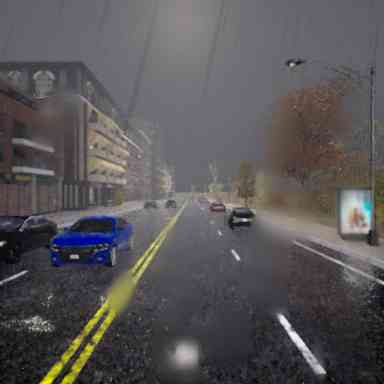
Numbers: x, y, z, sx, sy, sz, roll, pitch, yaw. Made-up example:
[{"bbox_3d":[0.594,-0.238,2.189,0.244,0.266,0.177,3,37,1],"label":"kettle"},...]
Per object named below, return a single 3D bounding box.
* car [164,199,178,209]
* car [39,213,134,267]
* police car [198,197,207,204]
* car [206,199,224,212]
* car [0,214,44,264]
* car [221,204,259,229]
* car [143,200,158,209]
[{"bbox_3d":[-3.279,1.963,52.877,1.837,1.490,4.892,0,0,1],"label":"car"},{"bbox_3d":[-3.343,1.581,11.959,1.882,1.535,5.008,0,0,0],"label":"car"},{"bbox_3d":[3.284,2.254,85.895,2.038,1.542,4.974,0,-1,0],"label":"police car"},{"bbox_3d":[3.368,1.948,44.374,1.994,1.385,4.181,0,0,0],"label":"car"},{"bbox_3d":[-6.593,1.598,12.259,2.128,1.511,4.902,0,0,0],"label":"car"},{"bbox_3d":[3.360,1.763,23.128,1.994,1.385,4.181,0,0,0],"label":"car"},{"bbox_3d":[-6.529,2.023,52.957,1.994,1.385,4.181,0,0,1],"label":"car"}]
